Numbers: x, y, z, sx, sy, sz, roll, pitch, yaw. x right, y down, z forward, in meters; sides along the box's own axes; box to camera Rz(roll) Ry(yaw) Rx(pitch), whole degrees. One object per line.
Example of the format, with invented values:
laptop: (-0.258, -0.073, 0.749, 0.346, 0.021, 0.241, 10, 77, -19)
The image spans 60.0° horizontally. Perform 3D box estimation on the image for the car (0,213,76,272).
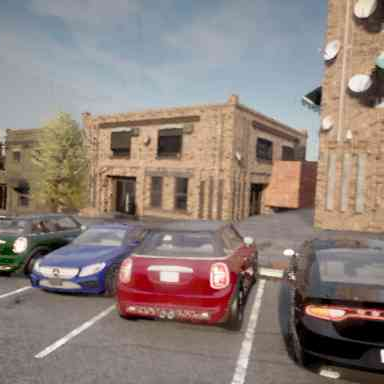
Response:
car: (-4.563, 1.466, 10.661, 2.185, 1.767, 4.553, -1, -1, 15)

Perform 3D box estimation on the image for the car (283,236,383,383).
car: (2.617, 1.480, 5.576, 2.097, 1.535, 5.008, -1, -1, 16)

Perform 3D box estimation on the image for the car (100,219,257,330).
car: (0.217, 1.386, 7.261, 2.185, 1.767, 4.553, -1, -1, 16)

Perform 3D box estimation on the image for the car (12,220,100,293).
car: (-2.151, 1.589, 8.987, 2.002, 1.452, 4.674, 0, -1, 15)
